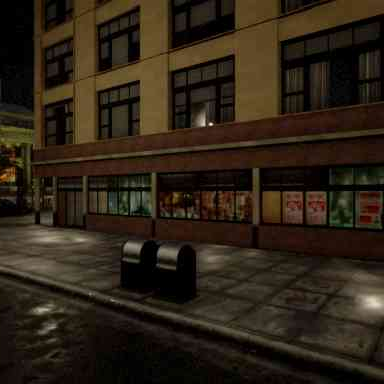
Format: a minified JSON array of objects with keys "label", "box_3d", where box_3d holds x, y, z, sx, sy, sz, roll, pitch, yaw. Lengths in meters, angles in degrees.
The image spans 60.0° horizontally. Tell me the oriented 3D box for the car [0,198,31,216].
[{"label":"car","box_3d":[-17.294,1.352,30.447,2.097,1.767,4.553,0,0,36]}]
